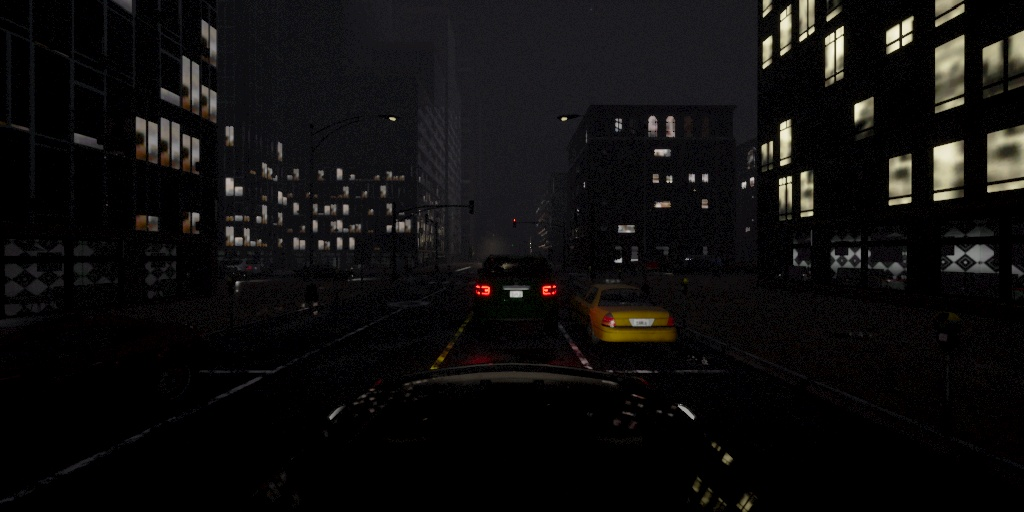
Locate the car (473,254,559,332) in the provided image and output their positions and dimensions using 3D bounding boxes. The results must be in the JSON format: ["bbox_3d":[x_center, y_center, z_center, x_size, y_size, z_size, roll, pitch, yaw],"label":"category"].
[{"bbox_3d":[0.089,0.971,10.937,2.150,2.045,5.566,0,0,0],"label":"car"}]

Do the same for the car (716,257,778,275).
[{"bbox_3d":[21.056,1.018,31.789,4.507,1.381,1.888,0,0,-1],"label":"car"}]

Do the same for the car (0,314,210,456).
[{"bbox_3d":[-5.317,1.332,3.647,1.802,1.307,4.207,0,0,0],"label":"car"}]

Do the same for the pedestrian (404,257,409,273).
[{"bbox_3d":[-12.392,1.019,42.205,0.375,1.860,0.375,0,1,-1],"label":"pedestrian"}]

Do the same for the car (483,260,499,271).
[{"bbox_3d":[-2.886,1.297,50.584,2.033,1.411,5.357,0,0,-1],"label":"car"}]

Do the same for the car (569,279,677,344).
[{"bbox_3d":[2.558,1.275,9.384,1.751,1.417,4.829,0,0,0],"label":"car"}]

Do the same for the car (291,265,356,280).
[{"bbox_3d":[-17.723,1.513,33.769,5.357,1.411,2.033,-1,0,-1],"label":"car"}]

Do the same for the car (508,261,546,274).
[{"bbox_3d":[1.715,1.266,41.060,1.994,1.385,4.181,-1,0,-41],"label":"car"}]

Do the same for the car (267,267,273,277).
[{"bbox_3d":[-28.441,1.647,39.004,4.403,1.370,2.007,0,0,-1],"label":"car"}]

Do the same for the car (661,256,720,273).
[{"bbox_3d":[18.804,1.037,37.177,5.357,1.411,2.033,-1,0,-1],"label":"car"}]

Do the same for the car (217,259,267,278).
[{"bbox_3d":[-28.818,1.328,36.564,5.566,2.045,2.150,-1,0,-1],"label":"car"}]

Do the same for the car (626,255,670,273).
[{"bbox_3d":[15.284,0.842,39.603,5.009,1.841,2.192,0,0,-1],"label":"car"}]

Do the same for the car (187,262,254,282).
[{"bbox_3d":[-27.537,1.601,33.634,4.892,1.490,1.837,-1,0,-1],"label":"car"}]

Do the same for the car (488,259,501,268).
[{"bbox_3d":[-2.888,1.298,60.721,2.033,1.411,5.357,0,0,0],"label":"car"}]
